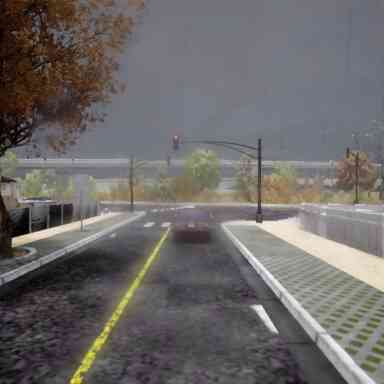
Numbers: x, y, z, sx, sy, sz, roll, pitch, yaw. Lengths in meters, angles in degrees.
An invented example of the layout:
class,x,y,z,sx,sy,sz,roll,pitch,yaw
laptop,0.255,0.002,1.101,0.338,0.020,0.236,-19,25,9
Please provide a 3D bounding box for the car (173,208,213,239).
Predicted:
class,x,y,z,sx,sy,sz,roll,pitch,yaw
car,0.084,1.543,17.293,2.033,1.411,5.357,0,0,2

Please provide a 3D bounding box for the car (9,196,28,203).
class,x,y,z,sx,sy,sz,roll,pitch,yaw
car,-38.985,1.680,74.694,4.718,1.301,1.895,-1,2,36

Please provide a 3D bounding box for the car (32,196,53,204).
class,x,y,z,sx,sy,sz,roll,pitch,yaw
car,-30.859,1.630,68.790,4.674,1.442,1.812,-1,2,36

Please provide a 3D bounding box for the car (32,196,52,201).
class,x,y,z,sx,sy,sz,roll,pitch,yaw
car,-27.166,1.767,58.014,4.892,1.490,1.837,0,2,37

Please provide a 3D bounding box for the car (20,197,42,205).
class,x,y,z,sx,sy,sz,roll,pitch,yaw
car,-31.650,1.736,65.350,4.674,1.442,1.812,-1,2,36

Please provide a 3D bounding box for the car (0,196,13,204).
class,x,y,z,sx,sy,sz,roll,pitch,yaw
car,-40.872,1.695,72.046,4.892,1.490,1.837,-1,2,36

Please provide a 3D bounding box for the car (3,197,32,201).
class,x,y,z,sx,sy,sz,roll,pitch,yaw
car,-29.700,1.870,55.828,4.902,1.511,2.128,-1,2,36

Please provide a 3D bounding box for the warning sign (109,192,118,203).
class,x,y,z,sx,sy,sz,roll,pitch,yaw
warning sign,-14.247,0.995,60.260,1.060,1.860,1.300,2,1,36
